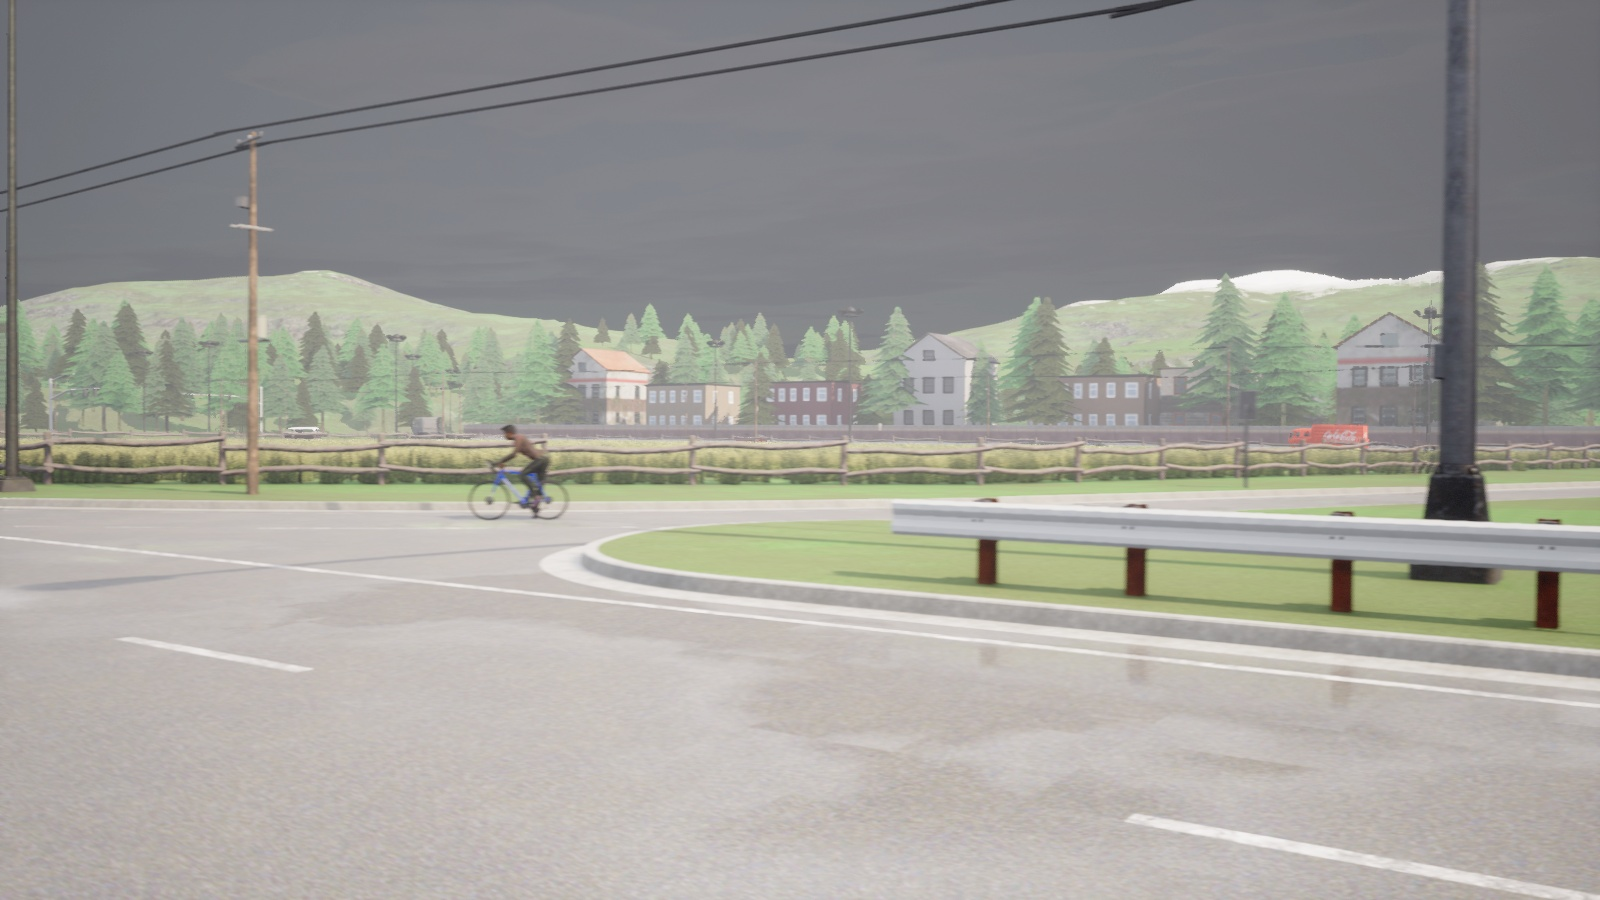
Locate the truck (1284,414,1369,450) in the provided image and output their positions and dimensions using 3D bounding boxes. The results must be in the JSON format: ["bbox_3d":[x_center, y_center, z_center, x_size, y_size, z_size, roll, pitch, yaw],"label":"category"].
[{"bbox_3d":[37.764,-1.279,90.024,5.204,2.467,2.627,0,1,34],"label":"truck"}]

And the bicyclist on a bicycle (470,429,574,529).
[{"bbox_3d":[-4.659,0.478,21.145,1.656,1.620,0.582,-1,1,-11],"label":"bicyclist on a bicycle"}]
